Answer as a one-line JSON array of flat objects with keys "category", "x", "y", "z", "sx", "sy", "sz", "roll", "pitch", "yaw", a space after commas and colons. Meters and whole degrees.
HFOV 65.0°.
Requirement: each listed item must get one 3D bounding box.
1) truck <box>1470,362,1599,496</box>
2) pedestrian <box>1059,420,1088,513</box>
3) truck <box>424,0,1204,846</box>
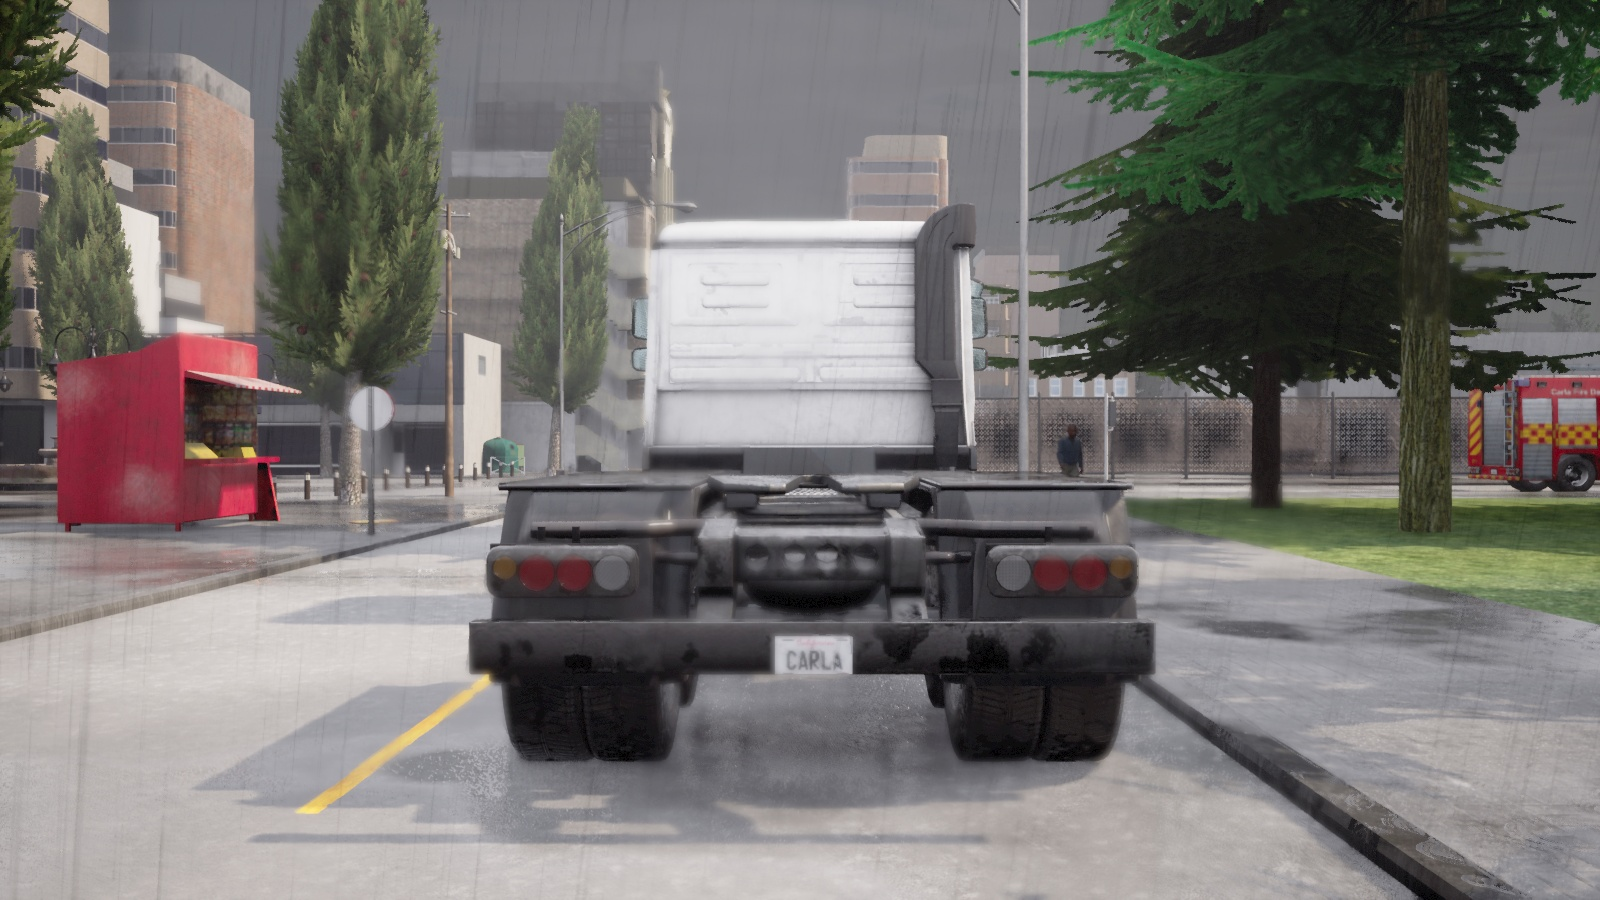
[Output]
[{"category": "truck", "x": 24.945, "y": -0.609, "z": 37.322, "sx": 8.468, "sy": 3.827, "sz": 2.891, "roll": 0, "pitch": 0, "yaw": 0}, {"category": "pedestrian", "x": 5.486, "y": 0.318, "z": 25.208, "sx": 0.370, "sy": 1.835, "sz": 0.726, "roll": 0, "pitch": 0, "yaw": -6}, {"category": "truck", "x": 0.072, "y": -0.284, "z": 8.629, "sx": 2.891, "sy": 3.462, "sz": 7.936, "roll": 0, "pitch": 0, "yaw": 0}]
